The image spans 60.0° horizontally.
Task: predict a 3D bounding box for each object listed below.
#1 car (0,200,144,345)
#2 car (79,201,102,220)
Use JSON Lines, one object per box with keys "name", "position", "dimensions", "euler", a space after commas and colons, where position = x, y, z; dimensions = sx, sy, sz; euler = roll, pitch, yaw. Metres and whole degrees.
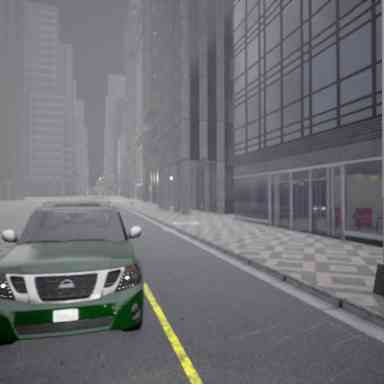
{"name": "car", "position": [-2.370, 1.231, 6.917], "dimensions": [2.150, 2.045, 5.566], "euler": [0, 0, -16]}
{"name": "car", "position": [-8.925, 1.570, 29.298], "dimensions": [1.812, 1.442, 4.674], "euler": [0, 0, -16]}
